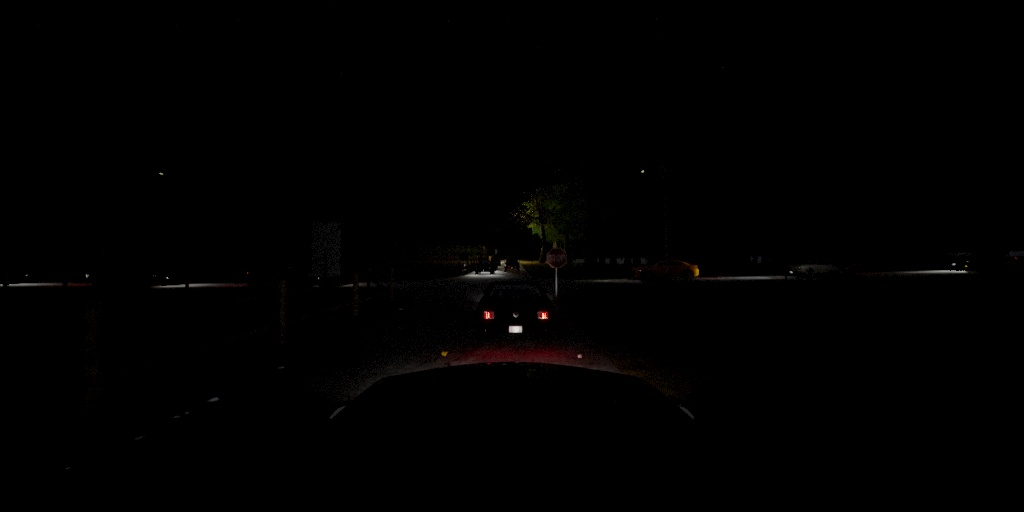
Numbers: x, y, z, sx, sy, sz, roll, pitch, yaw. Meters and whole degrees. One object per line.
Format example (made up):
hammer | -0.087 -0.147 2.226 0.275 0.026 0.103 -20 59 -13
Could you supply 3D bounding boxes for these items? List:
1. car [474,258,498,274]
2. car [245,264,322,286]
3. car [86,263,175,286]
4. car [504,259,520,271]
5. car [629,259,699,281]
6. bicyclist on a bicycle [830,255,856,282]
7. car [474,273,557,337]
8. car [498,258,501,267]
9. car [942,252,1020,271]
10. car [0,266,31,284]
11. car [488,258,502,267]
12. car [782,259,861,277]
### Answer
car | -2.948 1.226 39.984 1.812 1.442 4.674 0 0 1
car | -15.503 1.268 24.404 4.674 1.442 1.812 0 -1 0
car | -25.825 1.241 24.356 4.892 1.490 1.837 0 -1 0
car | 0.011 1.161 47.504 1.837 1.490 4.892 0 0 0
car | 11.576 1.046 27.493 5.008 1.535 1.882 -1 -1 0
bicyclist on a bicycle | 19.857 0.742 21.541 0.582 1.620 1.656 -1 -1 0
car | 0.082 1.350 10.225 1.895 1.301 4.718 0 0 0
car | -2.924 1.240 49.784 1.895 1.301 4.718 0 0 0
car | 35.973 0.400 27.603 4.181 1.385 1.994 -2 -1 -1
car | -36.352 1.187 24.314 5.357 1.411 2.033 1 -1 0
car | -2.893 1.075 61.983 2.033 1.411 5.357 0 1 1
car | 23.639 0.873 27.545 4.718 1.301 1.895 -2 -1 0
